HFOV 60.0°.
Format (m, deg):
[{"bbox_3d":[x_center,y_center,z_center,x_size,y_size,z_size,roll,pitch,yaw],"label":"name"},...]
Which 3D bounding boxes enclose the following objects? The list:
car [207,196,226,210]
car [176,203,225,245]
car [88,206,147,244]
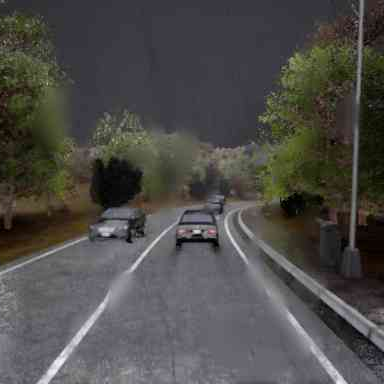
[{"bbox_3d":[2.512,1.485,35.414,2.128,1.511,4.902,1,0,10],"label":"car"},{"bbox_3d":[0.274,1.494,15.296,2.033,1.411,5.357,0,2,2],"label":"car"},{"bbox_3d":[-3.355,1.454,15.817,2.128,1.511,4.902,0,0,3],"label":"car"}]
